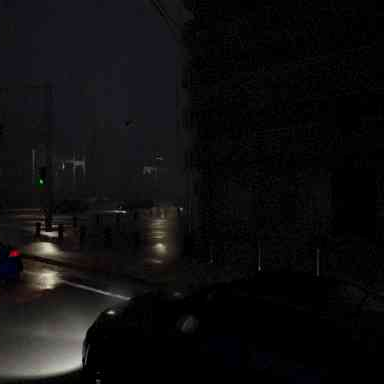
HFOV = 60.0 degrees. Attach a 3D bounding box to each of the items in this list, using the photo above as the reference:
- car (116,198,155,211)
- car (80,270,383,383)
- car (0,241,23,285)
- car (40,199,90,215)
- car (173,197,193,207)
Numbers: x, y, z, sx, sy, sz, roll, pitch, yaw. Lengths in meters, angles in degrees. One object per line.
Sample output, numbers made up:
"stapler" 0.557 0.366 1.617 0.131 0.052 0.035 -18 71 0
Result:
"car" -6.824 1.492 41.052 2.033 1.411 5.357 0 0 36
"car" 0.761 1.564 3.448 4.181 1.385 1.994 0 0 36
"car" -6.091 1.564 8.317 4.181 1.385 1.994 0 0 36
"car" -12.553 1.449 33.120 1.837 1.490 4.892 0 0 36
"car" -0.769 1.449 49.409 1.837 1.490 4.892 0 0 36
